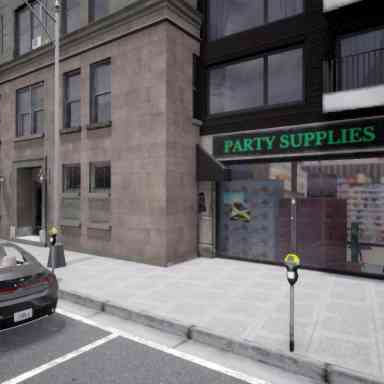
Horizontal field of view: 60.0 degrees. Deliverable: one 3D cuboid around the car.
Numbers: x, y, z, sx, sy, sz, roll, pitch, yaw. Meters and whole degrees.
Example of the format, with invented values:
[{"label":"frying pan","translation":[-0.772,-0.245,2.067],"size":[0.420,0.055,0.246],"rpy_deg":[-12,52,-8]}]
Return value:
[{"label":"car","translation":[-4.221,1.550,6.095],"size":[4.403,1.369,2.008],"rpy_deg":[0,0,36]}]
